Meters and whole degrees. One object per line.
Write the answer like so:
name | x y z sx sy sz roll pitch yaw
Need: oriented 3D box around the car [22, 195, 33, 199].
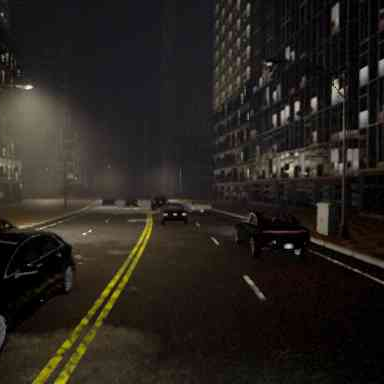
car | -41.753 1.280 83.258 4.206 1.307 1.802 0 1 -11

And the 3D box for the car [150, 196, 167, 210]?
car | -4.104 1.244 41.731 2.097 1.767 4.553 0 0 -11

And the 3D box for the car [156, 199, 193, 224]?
car | -1.377 1.489 24.015 2.033 1.411 5.357 0 0 -6

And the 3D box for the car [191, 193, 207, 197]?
car | 2.058 1.190 91.695 5.009 1.841 2.192 0 1 -11

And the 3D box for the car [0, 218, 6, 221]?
car | -6.949 1.496 9.900 1.837 1.490 4.892 0 0 -3

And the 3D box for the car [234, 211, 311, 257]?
car | 2.847 1.456 12.726 2.128 1.511 4.902 0 0 -3

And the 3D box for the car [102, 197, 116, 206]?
car | -12.852 1.492 51.546 1.895 1.301 4.718 0 0 -11

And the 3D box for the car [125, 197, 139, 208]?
car | -8.622 1.437 47.096 2.033 1.411 5.357 0 0 -11

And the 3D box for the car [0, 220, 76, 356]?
car | -3.533 1.498 5.835 1.837 1.490 4.892 0 0 -2

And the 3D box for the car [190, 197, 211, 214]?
car | 0.594 1.502 33.831 1.895 1.301 4.718 0 0 -9

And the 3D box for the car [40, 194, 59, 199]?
car | -36.160 1.287 84.285 4.313 1.339 1.947 0 1 -11
